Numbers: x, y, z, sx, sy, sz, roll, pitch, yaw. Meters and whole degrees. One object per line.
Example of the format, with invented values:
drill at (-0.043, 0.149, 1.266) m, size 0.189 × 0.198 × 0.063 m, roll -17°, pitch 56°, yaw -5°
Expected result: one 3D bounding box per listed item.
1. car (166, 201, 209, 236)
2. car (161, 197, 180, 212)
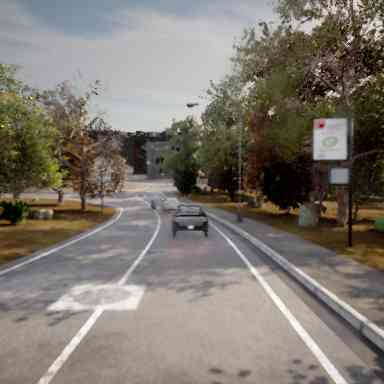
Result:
car at (-0.187, 1.455, 18.295) m, size 2.128 × 1.511 × 4.902 m, roll 0°, pitch 0°, yaw -3°
car at (-2.266, 1.286, 36.189) m, size 1.812 × 1.442 × 4.674 m, roll -1°, pitch 2°, yaw -10°
